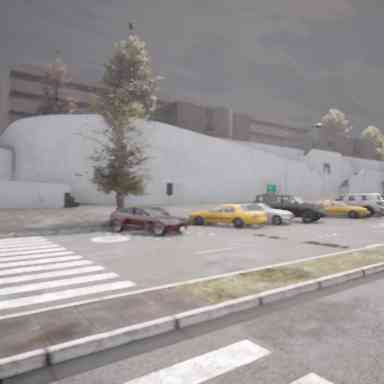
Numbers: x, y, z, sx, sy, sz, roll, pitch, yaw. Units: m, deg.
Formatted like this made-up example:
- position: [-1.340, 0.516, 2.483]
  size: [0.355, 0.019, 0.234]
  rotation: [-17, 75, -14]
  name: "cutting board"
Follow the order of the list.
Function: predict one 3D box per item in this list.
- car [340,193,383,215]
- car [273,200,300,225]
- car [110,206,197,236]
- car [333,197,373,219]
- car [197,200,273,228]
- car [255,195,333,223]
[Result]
- position: [14.613, 1.169, 30.701]
  size: [5.566, 2.045, 2.435]
  rotation: [-1, 0, 35]
  name: "car"
- position: [4.855, 1.525, 23.719]
  size: [4.674, 1.452, 2.002]
  rotation: [-1, -1, 34]
  name: "car"
- position: [-2.456, 1.522, 18.475]
  size: [4.792, 1.488, 2.163]
  rotation: [-1, -1, 35]
  name: "car"
- position: [12.347, 1.438, 28.840]
  size: [5.366, 1.575, 1.946]
  rotation: [-1, -1, 35]
  name: "car"
- position: [2.254, 1.490, 22.073]
  size: [5.366, 1.575, 1.946]
  rotation: [-1, 0, 35]
  name: "car"
- position: [7.329, 1.228, 25.449]
  size: [5.566, 2.045, 2.435]
  rotation: [-1, -1, 35]
  name: "car"
